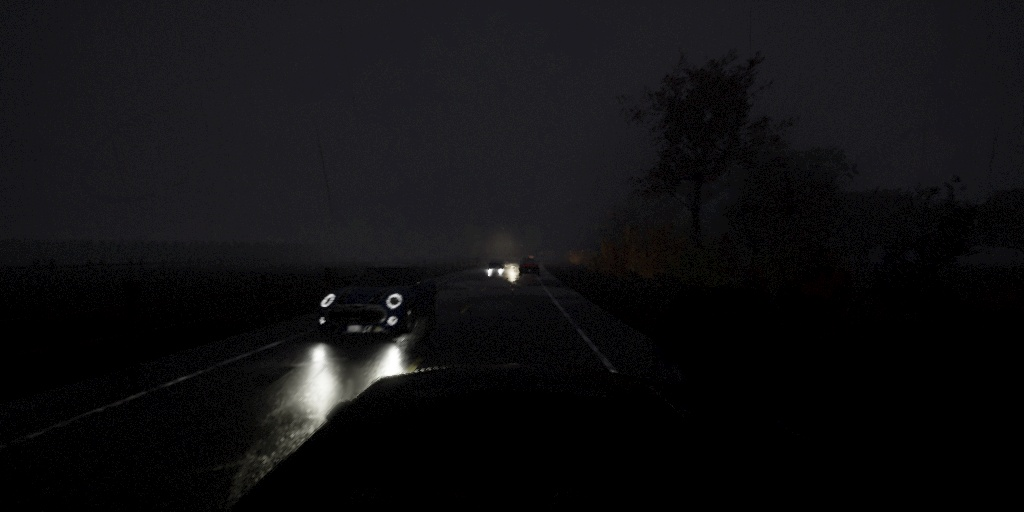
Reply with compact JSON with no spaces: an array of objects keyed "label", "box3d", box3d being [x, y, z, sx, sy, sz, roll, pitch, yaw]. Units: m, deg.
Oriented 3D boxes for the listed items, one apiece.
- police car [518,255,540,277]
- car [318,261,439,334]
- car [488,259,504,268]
[{"label":"police car","box3d":[1.569,1.001,32.907,1.930,1.638,5.238,0,0,2]},{"label":"car","box3d":[-3.544,1.044,10.351,2.097,1.767,4.553,0,0,1]},{"label":"car","box3d":[-2.215,1.053,50.680,1.895,1.301,4.718,0,0,4]}]
